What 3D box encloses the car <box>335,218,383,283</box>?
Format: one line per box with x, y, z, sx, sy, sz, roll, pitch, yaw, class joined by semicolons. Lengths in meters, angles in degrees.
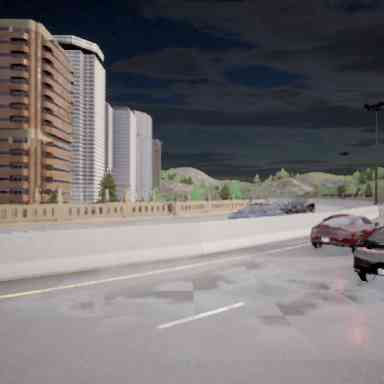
6.102;1.584;8.946;4.902;1.511;2.128;1;-1;-41;car

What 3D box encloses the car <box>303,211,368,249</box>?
6.786;1.668;14.295;4.674;1.442;1.812;1;-1;-43;car

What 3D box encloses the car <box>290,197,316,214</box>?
12.221;1.582;37.154;2.150;2.045;5.566;0;-1;34;car

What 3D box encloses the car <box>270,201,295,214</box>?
11.625;1.932;42.584;1.812;1.442;4.674;0;-1;32;car

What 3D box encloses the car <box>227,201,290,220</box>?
4.243;1.559;21.920;2.097;1.767;4.553;0;-1;43;car
